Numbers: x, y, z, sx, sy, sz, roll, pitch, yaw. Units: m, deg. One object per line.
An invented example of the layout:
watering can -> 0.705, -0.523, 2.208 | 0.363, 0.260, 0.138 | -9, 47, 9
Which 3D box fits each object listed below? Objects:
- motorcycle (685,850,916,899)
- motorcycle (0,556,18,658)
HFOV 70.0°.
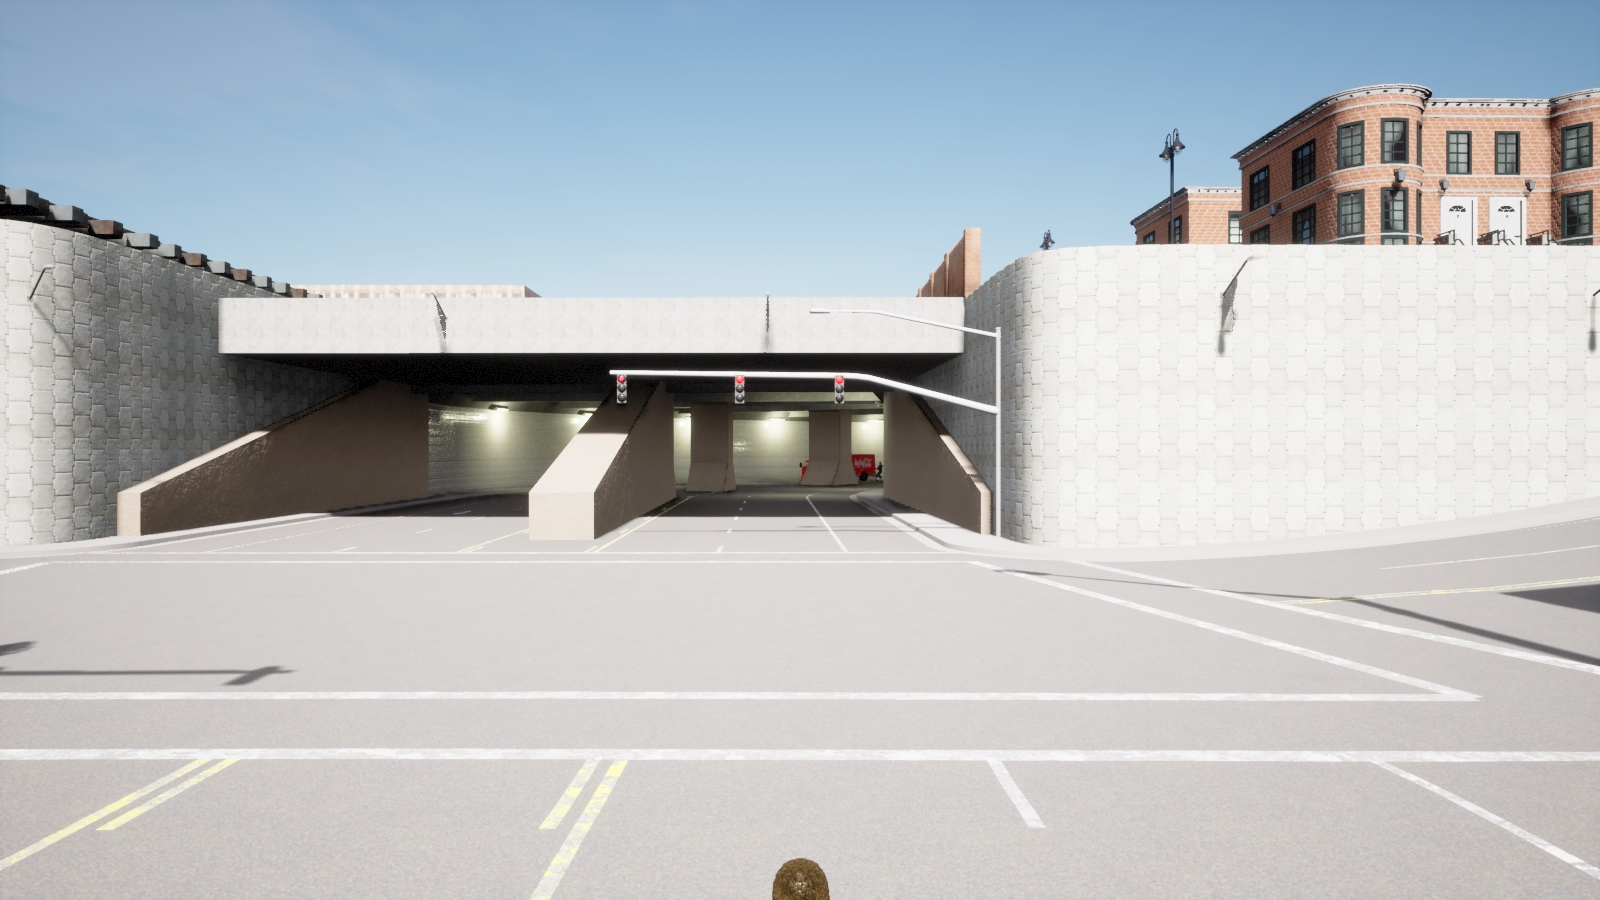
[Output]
motorcycle -> 0.004, 2.174, 3.443 | 0.803, 1.224, 2.033 | 0, 0, 0
motorcycle -> -11.054, 2.142, 14.589 | 0.764, 1.332, 2.356 | -1, 0, -7
